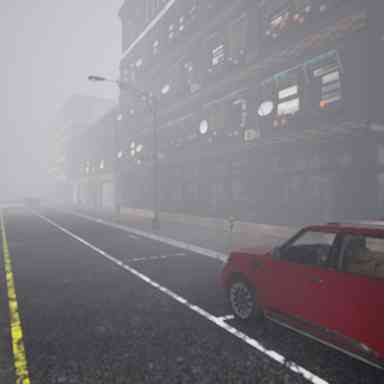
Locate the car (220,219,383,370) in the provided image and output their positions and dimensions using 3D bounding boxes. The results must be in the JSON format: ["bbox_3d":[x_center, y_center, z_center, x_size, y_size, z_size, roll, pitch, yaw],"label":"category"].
[{"bbox_3d":[2.435,1.288,4.639,2.192,1.841,5.009,0,0,-30],"label":"car"}]

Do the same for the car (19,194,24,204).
[{"bbox_3d":[-28.701,1.330,58.254,1.887,1.381,4.507,0,0,-30],"label":"car"}]

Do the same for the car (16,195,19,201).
[{"bbox_3d":[-40.023,1.264,77.750,2.008,1.369,4.403,0,0,-30],"label":"car"}]

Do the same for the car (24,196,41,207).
[{"bbox_3d":[-23.126,1.345,48.653,1.752,1.417,4.829,0,0,-30],"label":"car"}]
